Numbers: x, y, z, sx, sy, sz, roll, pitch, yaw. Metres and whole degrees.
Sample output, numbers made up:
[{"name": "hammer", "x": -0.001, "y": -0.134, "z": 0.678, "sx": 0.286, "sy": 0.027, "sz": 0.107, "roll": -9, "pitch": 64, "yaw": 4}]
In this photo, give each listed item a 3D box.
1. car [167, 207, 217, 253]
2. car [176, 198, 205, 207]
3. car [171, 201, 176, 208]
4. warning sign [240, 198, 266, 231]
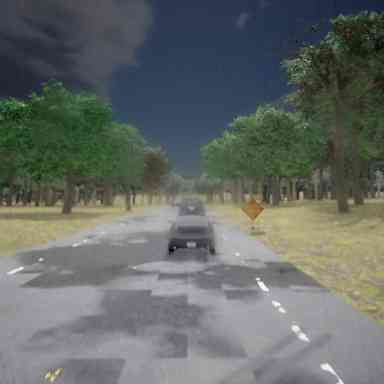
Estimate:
[{"name": "car", "x": -0.001, "y": 1.644, "z": 14.312, "sx": 1.837, "sy": 1.490, "sz": 4.892, "roll": 0, "pitch": 0, "yaw": 0}, {"name": "car", "x": -0.013, "y": 1.508, "z": 29.019, "sx": 2.150, "sy": 2.045, "sz": 5.566, "roll": 0, "pitch": -1, "yaw": 0}, {"name": "car", "x": -3.537, "y": 2.623, "z": 71.680, "sx": 2.033, "sy": 1.411, "sz": 5.357, "roll": 0, "pitch": -1, "yaw": 0}, {"name": "warning sign", "x": 3.526, "y": 1.298, "z": 19.313, "sx": 1.300, "sy": 1.860, "sz": 1.060, "roll": -1, "pitch": -1, "yaw": 0}]
